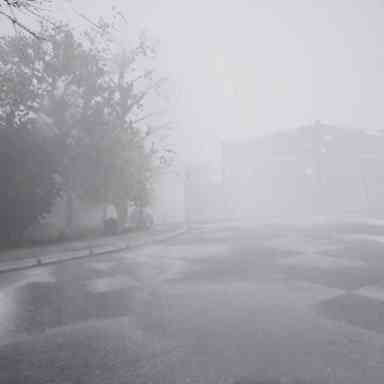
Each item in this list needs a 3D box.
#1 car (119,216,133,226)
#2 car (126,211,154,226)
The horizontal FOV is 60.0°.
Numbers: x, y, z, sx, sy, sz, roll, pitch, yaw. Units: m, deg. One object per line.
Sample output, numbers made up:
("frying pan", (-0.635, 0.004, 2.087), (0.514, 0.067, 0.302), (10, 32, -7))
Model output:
("car", (-10.914, 4.774, 54.669), (1.882, 1.535, 5.008), (-1, -5, -15))
("car", (-6.823, 3.488, 44.209), (2.150, 2.045, 5.566), (-2, -5, -25))
